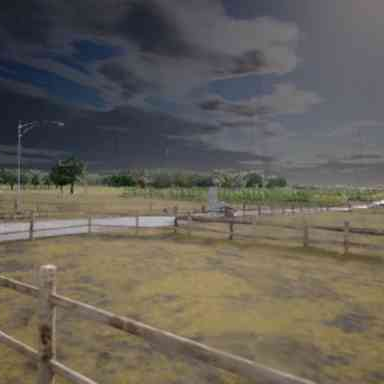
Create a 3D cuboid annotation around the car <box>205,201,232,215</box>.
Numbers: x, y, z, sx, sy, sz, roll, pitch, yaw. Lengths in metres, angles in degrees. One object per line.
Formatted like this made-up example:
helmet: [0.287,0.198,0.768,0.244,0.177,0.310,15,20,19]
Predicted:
car: [3.059,1.871,39.663,2.128,1.511,4.902,2,0,35]
